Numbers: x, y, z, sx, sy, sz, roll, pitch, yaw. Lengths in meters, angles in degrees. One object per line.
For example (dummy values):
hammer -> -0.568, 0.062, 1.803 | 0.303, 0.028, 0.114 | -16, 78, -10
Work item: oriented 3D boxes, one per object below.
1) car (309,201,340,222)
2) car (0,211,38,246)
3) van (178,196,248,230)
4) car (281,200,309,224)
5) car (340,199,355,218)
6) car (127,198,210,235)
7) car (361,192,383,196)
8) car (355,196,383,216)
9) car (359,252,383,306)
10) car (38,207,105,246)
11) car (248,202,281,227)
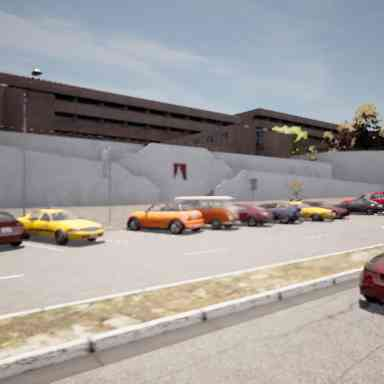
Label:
car -> 8.253, 1.446, 25.960 | 5.366, 1.575, 1.946 | -1, -1, 35
car -> -8.947, 1.524, 13.958 | 4.792, 1.488, 2.163 | -1, -1, 35
van -> 0.903, 1.268, 20.809 | 4.442, 1.987, 1.878 | -1, -1, 35
car -> 5.638, 1.503, 24.341 | 4.792, 1.488, 2.163 | -1, 0, 35
car -> 10.554, 1.458, 27.775 | 4.792, 1.488, 2.163 | -1, -1, 35
car -> -1.607, 1.373, 19.117 | 4.553, 1.767, 2.185 | -1, -1, 35
car -> 17.791, 1.081, 32.998 | 5.566, 2.045, 2.435 | -1, 0, 35
car -> 15.393, 1.407, 31.249 | 4.674, 1.452, 2.002 | -1, 0, 35
car -> 5.361, 1.569, 6.954 | 4.181, 1.385, 1.994 | 0, 0, -35
car -> -6.337, 1.492, 15.571 | 5.366, 1.575, 1.946 | -1, -1, 35
car -> 3.235, 1.524, 22.592 | 4.674, 1.452, 2.002 | -1, 0, 35
